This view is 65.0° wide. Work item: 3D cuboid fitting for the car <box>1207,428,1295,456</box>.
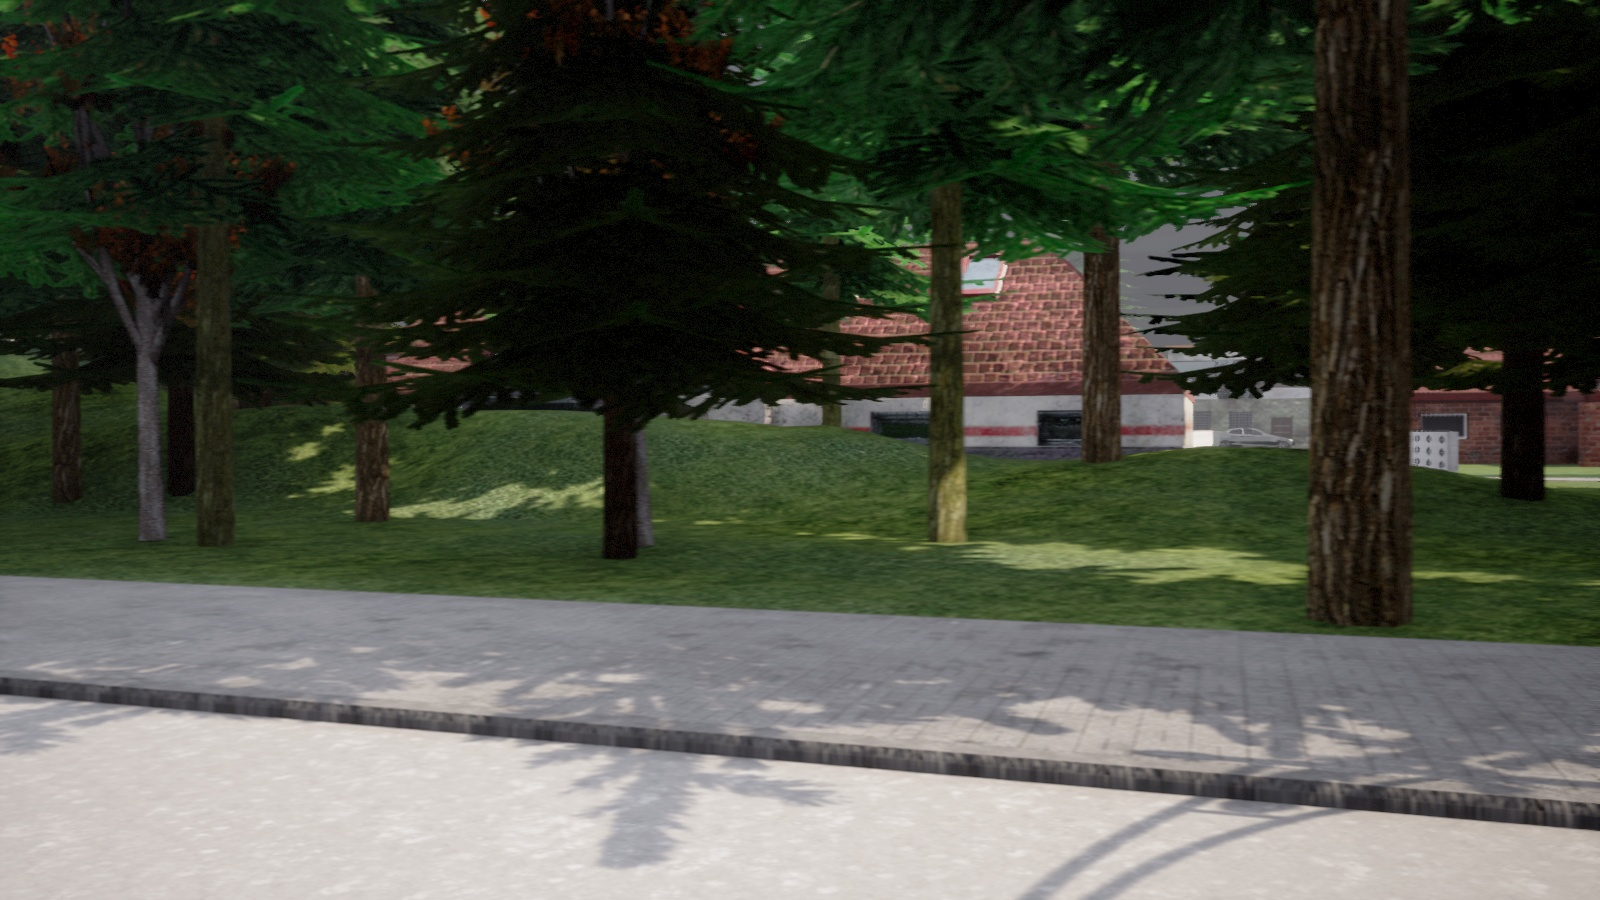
[{"bbox_3d":[27.572,-0.523,76.914,5.027,1.651,2.152,1,1,19],"label":"car"}]
